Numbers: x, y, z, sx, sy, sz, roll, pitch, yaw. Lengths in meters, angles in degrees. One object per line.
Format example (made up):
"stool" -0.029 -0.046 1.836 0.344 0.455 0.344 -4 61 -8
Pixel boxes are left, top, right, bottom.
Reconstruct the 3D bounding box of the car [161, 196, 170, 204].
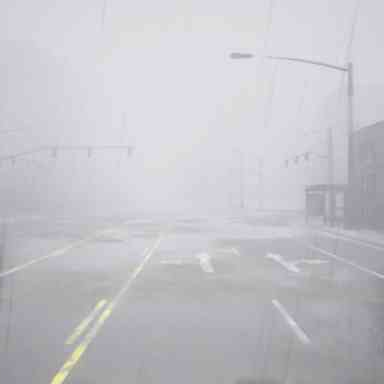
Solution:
"car" -6.946 2.153 87.497 2.150 2.045 5.566 0 -1 0
